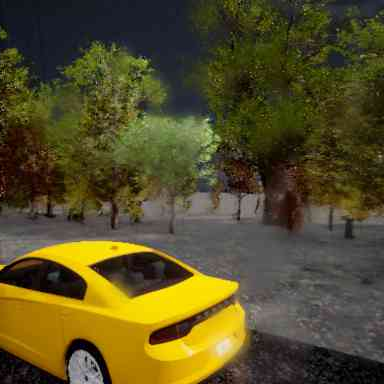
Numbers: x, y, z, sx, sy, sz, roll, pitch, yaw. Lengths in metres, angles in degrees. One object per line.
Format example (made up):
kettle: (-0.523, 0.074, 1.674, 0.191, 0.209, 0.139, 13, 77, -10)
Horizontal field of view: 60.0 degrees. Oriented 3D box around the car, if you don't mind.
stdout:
car: (-1.687, 1.490, 4.896, 5.008, 1.535, 1.882, -1, 0, 35)
